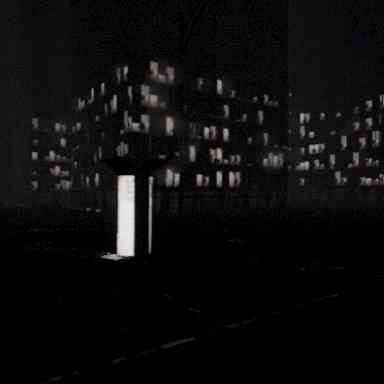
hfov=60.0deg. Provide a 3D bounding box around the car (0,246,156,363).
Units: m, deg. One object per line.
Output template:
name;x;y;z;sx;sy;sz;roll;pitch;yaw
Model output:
car;-2.589;1.545;4.728;4.313;1.339;1.947;0;0;-35
